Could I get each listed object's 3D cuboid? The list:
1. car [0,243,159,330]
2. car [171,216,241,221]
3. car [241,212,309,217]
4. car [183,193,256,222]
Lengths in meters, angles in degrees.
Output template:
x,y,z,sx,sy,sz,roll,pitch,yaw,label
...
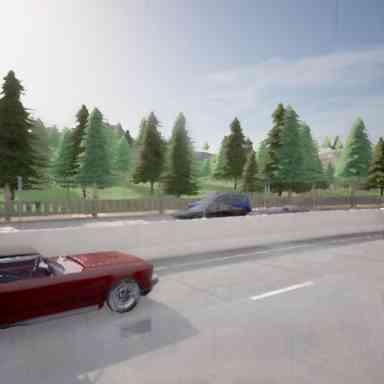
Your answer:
x,y,z,sx,sy,sz,roll,pitch,yaw,label
-2.995,1.597,5.909,4.718,1.301,1.895,0,0,-36,car
1.036,1.407,21.566,5.008,1.535,1.882,0,0,-33,car
5.576,1.514,20.315,4.718,1.301,1.895,0,0,-30,car
2.224,1.135,26.466,5.566,2.045,2.150,0,0,-30,car
